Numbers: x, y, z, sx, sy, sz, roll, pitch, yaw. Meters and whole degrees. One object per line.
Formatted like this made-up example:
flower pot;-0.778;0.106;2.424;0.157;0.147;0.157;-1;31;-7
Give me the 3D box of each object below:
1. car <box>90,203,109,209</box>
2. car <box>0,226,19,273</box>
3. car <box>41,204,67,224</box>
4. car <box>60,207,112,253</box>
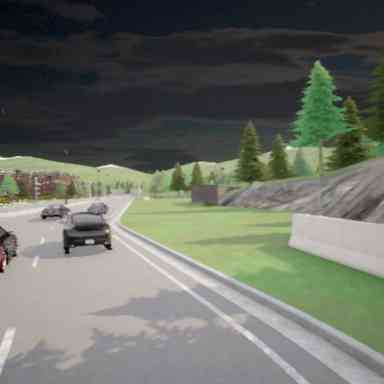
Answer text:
car;-10.310;1.846;36.700;1.994;1.385;4.181;-1;0;-10
car;-6.969;1.744;10.894;1.994;1.385;4.181;-1;0;-21
car;-13.185;1.898;32.457;2.033;1.411;5.357;-1;0;-10
car;-4.687;1.632;14.640;1.837;1.490;4.892;-1;0;-21
